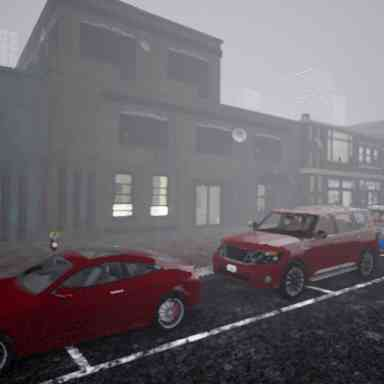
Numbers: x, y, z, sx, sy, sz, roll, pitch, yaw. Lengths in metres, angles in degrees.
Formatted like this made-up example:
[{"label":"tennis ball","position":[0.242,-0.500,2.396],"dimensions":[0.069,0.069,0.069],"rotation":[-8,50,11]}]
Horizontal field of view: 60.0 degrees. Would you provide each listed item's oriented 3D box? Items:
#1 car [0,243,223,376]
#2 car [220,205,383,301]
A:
[{"label":"car","position":[-1.738,1.583,5.313],"dimensions":[4.206,1.307,1.802],"rotation":[0,1,-35]},{"label":"car","position":[2.907,1.318,8.594],"dimensions":[5.009,1.841,2.192],"rotation":[0,1,-35]}]
